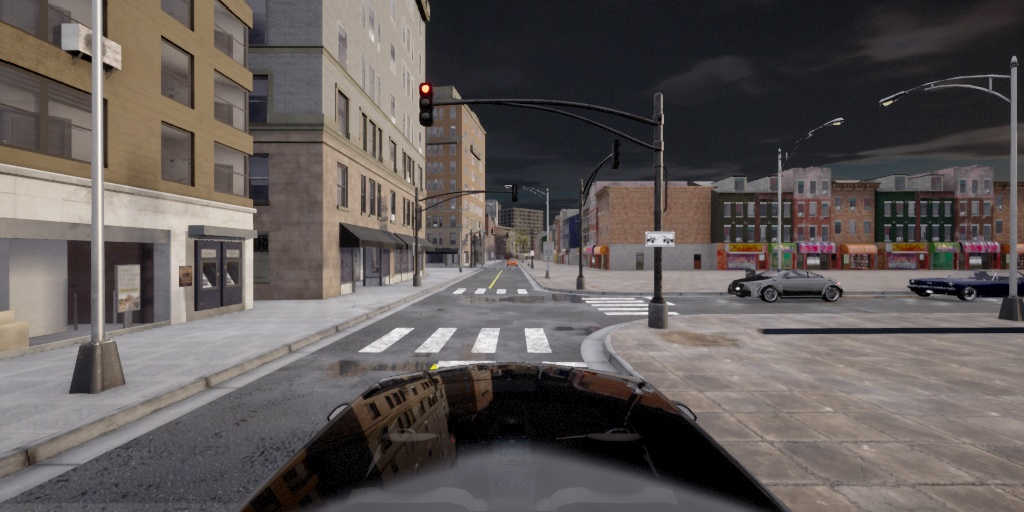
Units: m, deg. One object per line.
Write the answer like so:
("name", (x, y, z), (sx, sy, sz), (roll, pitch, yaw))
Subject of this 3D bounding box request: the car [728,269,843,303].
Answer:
("car", (12.036, 1.262, 15.957), (4.181, 1.385, 1.994), (0, 0, 0))

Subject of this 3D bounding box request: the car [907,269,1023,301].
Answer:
("car", (20.822, 1.266, 16.007), (4.718, 1.301, 1.895), (0, 0, 0))
